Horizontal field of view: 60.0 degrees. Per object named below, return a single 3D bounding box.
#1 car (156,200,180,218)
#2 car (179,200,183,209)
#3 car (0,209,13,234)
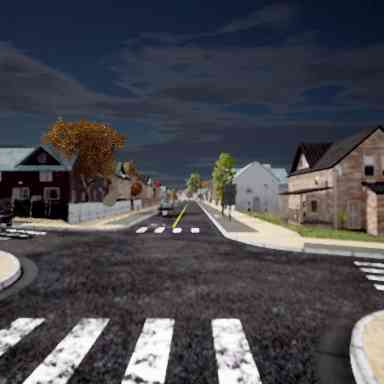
[{"bbox_3d":[-2.733,1.962,36.057,2.128,1.511,4.902,0,-1,0],"label":"car"},{"bbox_3d":[-2.720,2.230,60.781,2.128,1.511,4.902,0,-1,0],"label":"car"},{"bbox_3d":[-11.310,1.308,16.452,4.902,1.511,2.128,2,1,14],"label":"car"}]
